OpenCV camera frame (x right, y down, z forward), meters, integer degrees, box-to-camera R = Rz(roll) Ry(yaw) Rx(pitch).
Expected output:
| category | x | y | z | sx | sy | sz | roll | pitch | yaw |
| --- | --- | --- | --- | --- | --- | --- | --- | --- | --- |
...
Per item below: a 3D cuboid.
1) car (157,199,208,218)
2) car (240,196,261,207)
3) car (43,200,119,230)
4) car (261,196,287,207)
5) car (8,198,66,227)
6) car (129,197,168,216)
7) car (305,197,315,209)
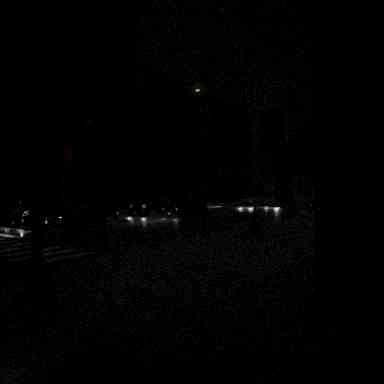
| category | x | y | z | sx | sy | sz | roll | pitch | yaw |
| --- | --- | --- | --- | --- | --- | --- | --- | --- | --- |
| car | -0.616 | 1.499 | 29.666 | 1.895 | 1.301 | 4.718 | 0 | 0 | 35 |
| car | 8.816 | 1.293 | 48.511 | 1.882 | 1.535 | 5.008 | 0 | 0 | 36 |
| car | -6.850 | 1.435 | 20.864 | 2.128 | 1.511 | 4.902 | 0 | 0 | 35 |
| car | 12.004 | 1.331 | 47.377 | 1.812 | 1.442 | 4.674 | 0 | 0 | 36 |
| car | -9.763 | 1.304 | 22.371 | 2.097 | 1.767 | 4.553 | 0 | 0 | 35 |
| car | -3.707 | 1.263 | 30.925 | 2.097 | 1.767 | 4.553 | 0 | 0 | 35 |
| car | 15.106 | 1.336 | 40.281 | 1.812 | 1.442 | 4.674 | 0 | 0 | 35 |
